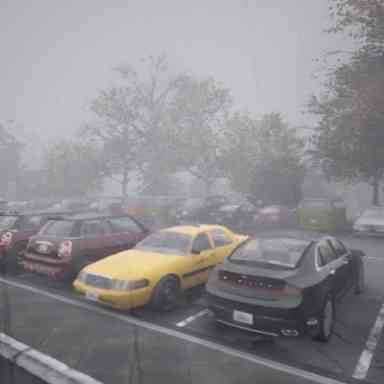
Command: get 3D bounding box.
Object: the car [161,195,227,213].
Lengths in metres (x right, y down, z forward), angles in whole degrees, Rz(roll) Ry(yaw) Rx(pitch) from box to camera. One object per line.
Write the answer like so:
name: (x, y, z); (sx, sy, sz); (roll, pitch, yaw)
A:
car: (0.705, 1.282, 23.759); (2.435, 2.045, 5.566); (0, 0, 36)

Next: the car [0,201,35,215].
car: (-21.784, 1.894, 39.894); (2.097, 1.535, 5.008); (-1, -1, 36)

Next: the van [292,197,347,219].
van: (7.546, 1.288, 19.038); (1.878, 1.987, 4.442); (0, 0, 36)

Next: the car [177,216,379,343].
car: (2.125, 1.509, 6.681); (2.231, 1.521, 4.892); (0, 0, 36)

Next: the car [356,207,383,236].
car: (9.733, 1.547, 17.332); (2.002, 1.452, 4.674); (0, 0, 36)

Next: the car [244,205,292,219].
car: (5.328, 1.560, 20.481); (2.002, 1.452, 4.674); (0, 0, 36)

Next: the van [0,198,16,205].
van: (-11.482, 1.321, 16.291); (1.878, 1.987, 4.442); (0, 0, 36)

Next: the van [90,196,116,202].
van: (-6.109, 1.327, 28.531); (1.878, 1.987, 4.442); (-1, 0, 36)

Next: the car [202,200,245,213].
car: (3.073, 1.526, 22.092); (2.097, 1.535, 5.008); (0, 0, 36)

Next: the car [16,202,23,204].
car: (-17.179, 1.791, 36.595); (2.231, 1.521, 4.892); (-1, -1, 36)

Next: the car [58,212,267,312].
car: (-0.236, 1.512, 8.152); (1.946, 1.575, 5.366); (0, 0, 36)

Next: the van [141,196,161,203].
van: (-1.463, 1.314, 25.490); (1.878, 1.987, 4.442); (0, 0, 36)

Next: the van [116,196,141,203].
van: (-3.613, 1.320, 27.030); (1.878, 1.987, 4.442); (0, 0, 36)

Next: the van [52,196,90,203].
van: (-10.492, 1.411, 31.670); (1.878, 1.987, 4.442); (-1, -1, 36)

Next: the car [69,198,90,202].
car: (-8.166, 1.585, 30.154); (2.097, 1.535, 5.008); (-1, -1, 36)

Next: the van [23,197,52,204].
van: (-14.859, 1.513, 35.085); (1.878, 1.987, 4.442); (-1, -1, 36)

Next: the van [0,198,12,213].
van: (-26.118, 1.768, 43.148); (1.878, 1.987, 4.442); (-1, -1, 36)

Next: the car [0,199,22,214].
car: (-23.952, 1.817, 41.414); (2.185, 1.767, 4.553); (-1, -1, 36)

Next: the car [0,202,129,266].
car: (-4.661, 1.402, 11.510); (2.185, 1.767, 4.553); (0, 0, 36)

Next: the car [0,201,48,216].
car: (-19.430, 1.841, 38.209); (2.097, 1.535, 5.008); (-1, -1, 36)

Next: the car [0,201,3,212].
car: (-28.439, 2.046, 44.659); (2.231, 1.521, 4.892); (-1, -1, 36)

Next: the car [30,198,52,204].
car: (-12.778, 1.685, 33.224); (1.946, 1.575, 5.366); (-1, -1, 36)

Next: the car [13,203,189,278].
car: (-2.404, 1.396, 9.894); (2.185, 1.767, 4.553); (0, 0, 36)
